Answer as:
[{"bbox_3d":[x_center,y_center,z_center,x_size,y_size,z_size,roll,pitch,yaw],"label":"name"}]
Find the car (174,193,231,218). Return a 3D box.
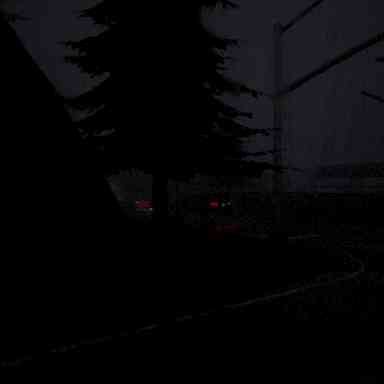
[{"bbox_3d":[1.041,1.146,29.155,2.150,2.045,5.566,0,0,-34],"label":"car"}]

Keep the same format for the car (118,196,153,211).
[{"bbox_3d":[-7.031,1.245,40.008,2.097,1.767,4.553,0,0,-41],"label":"car"}]

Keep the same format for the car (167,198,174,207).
[{"bbox_3d":[-3.385,1.446,44.239,1.994,1.385,4.181,0,1,37],"label":"car"}]
